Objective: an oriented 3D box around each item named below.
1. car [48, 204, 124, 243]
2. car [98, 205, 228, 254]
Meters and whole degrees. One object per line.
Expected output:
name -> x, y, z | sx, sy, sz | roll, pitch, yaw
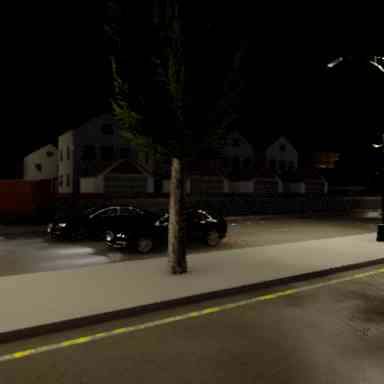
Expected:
car -> -3.850, 1.324, 15.111 | 4.902, 1.511, 2.128 | 0, 1, -32
car -> -0.847, 1.379, 12.871 | 4.892, 1.490, 1.837 | 0, 1, -32
